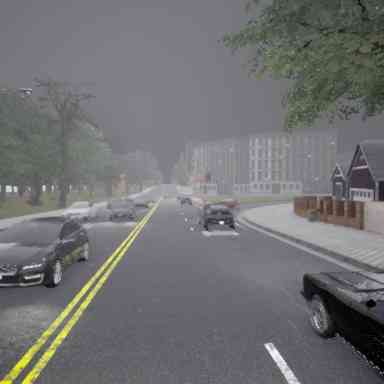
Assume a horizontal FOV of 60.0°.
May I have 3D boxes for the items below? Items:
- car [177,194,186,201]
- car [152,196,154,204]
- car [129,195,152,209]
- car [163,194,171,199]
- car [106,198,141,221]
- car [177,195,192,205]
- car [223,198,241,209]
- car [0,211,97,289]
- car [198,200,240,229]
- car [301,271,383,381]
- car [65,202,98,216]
[{"bbox_3d":[-2.462,1.328,75.244,1.812,1.442,4.674,0,1,-4],"label":"car"},{"bbox_3d":[-8.109,1.391,62.729,2.128,1.511,4.902,0,0,-4],"label":"car"},{"bbox_3d":[-6.762,1.441,43.981,1.882,1.535,5.008,0,0,-4],"label":"car"},{"bbox_3d":[-6.638,1.200,87.536,2.033,1.411,5.357,0,1,-4],"label":"car"},{"bbox_3d":[-5.490,1.485,26.839,1.837,1.490,4.892,0,0,-4],"label":"car"},{"bbox_3d":[-1.113,1.437,56.991,1.837,1.490,4.892,0,0,-4],"label":"car"},{"bbox_3d":[4.543,1.445,39.668,1.882,1.535,5.008,0,1,18],"label":"car"},{"bbox_3d":[-4.185,1.499,9.262,1.837,1.490,4.892,0,0,-4],"label":"car"},{"bbox_3d":[1.515,1.496,21.638,1.837,1.490,4.892,0,0,-4],"label":"car"},{"bbox_3d":[2.948,1.600,3.680,1.895,1.301,4.718,0,0,-4],"label":"car"},{"bbox_3d":[-8.705,1.505,26.244,1.812,1.442,4.674,0,0,-4],"label":"car"}]
